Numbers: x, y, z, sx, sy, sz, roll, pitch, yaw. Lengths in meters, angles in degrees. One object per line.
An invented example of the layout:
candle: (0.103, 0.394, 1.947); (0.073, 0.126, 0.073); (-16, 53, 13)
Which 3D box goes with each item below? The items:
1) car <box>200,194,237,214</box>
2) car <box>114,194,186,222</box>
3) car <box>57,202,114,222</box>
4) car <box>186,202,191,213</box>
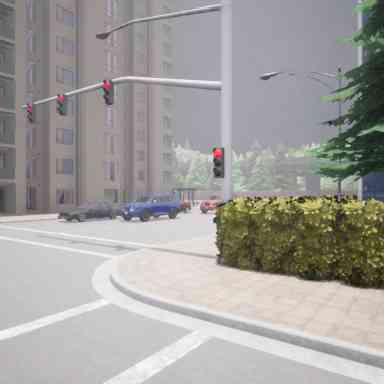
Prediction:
car: (3.091, 1.221, 35.573); (2.150, 2.045, 5.566); (0, 0, 36)
car: (-3.254, 1.221, 26.939); (2.150, 2.045, 5.566); (0, 0, 36)
car: (-7.875, 1.547, 26.554); (2.033, 1.411, 5.357); (0, 0, 36)
car: (-2.071, 1.478, 34.462); (1.882, 1.535, 5.008); (0, 0, 36)
